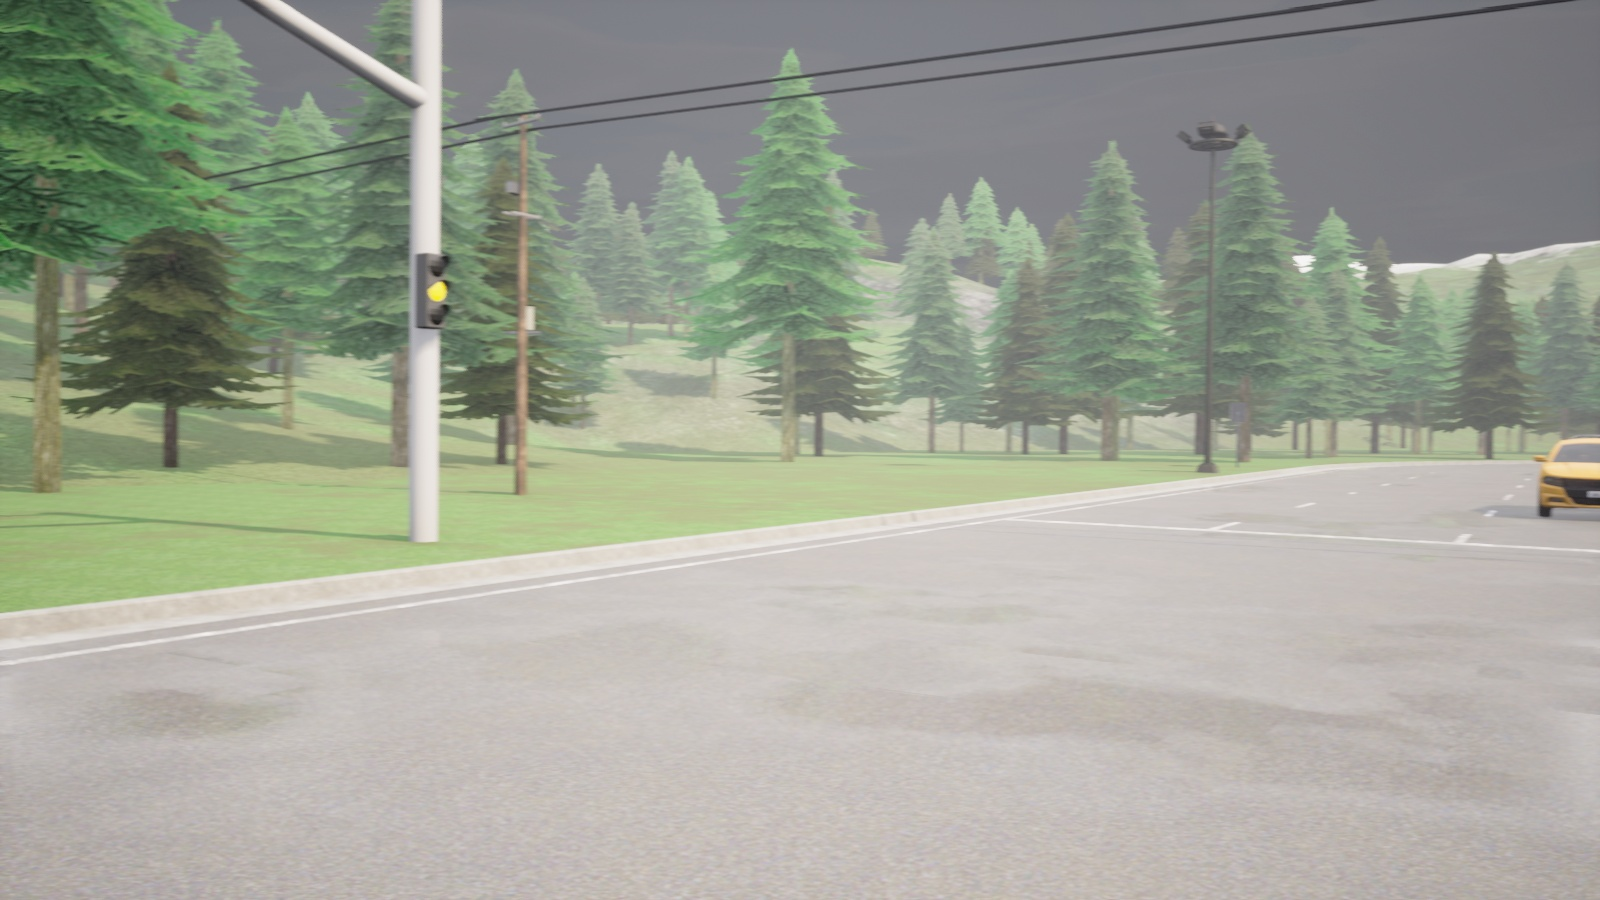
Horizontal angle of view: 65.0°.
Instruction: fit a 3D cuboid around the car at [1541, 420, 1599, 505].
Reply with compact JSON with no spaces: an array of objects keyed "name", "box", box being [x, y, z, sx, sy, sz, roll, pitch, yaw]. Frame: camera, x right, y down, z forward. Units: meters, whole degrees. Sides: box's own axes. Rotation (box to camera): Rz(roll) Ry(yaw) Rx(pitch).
[{"name":"car","box":[15.850,0.171,24.899,1.882,1.535,5.008,0,1,32]}]
